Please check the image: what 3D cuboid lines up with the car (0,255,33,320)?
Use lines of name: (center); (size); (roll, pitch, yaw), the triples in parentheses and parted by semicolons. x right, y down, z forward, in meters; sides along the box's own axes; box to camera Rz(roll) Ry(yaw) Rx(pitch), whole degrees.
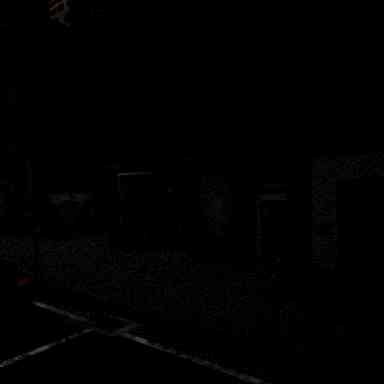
car: (-4.579, 1.584, 6.124); (4.206, 1.307, 1.802); (0, -1, 36)
